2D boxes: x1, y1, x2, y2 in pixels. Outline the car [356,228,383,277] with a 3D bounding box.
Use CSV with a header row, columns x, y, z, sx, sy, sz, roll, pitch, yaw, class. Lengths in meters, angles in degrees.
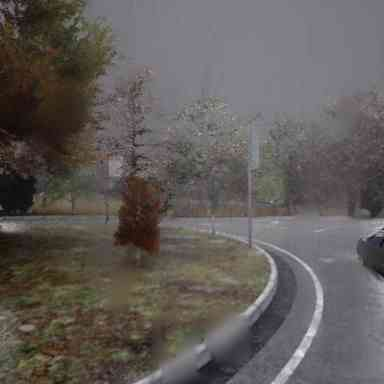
x,y,z,sx,sy,sz,roll,pitch,yaw,class
5.760,1.617,8.655,2.033,1.411,5.357,0,0,16,car
